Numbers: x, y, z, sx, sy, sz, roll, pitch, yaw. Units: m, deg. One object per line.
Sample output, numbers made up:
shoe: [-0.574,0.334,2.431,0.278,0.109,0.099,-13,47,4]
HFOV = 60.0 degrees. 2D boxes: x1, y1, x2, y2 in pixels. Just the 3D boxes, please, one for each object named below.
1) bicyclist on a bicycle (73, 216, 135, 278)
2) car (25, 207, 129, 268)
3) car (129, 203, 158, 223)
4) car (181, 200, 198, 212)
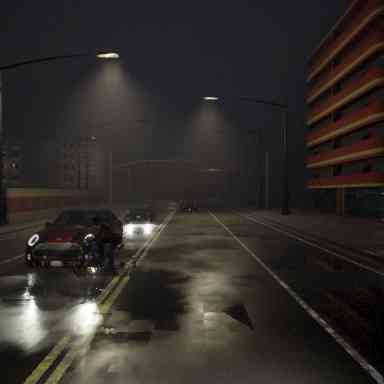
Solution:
bicyclist on a bicycle: [-2.314,1.455,8.671,1.656,1.620,0.582,-2,0,-1]
car: [-3.693,1.352,11.257,2.097,1.767,4.553,0,0,-1]
car: [-3.742,1.564,25.177,1.994,1.385,4.181,0,0,0]
car: [-0.267,1.601,38.219,1.895,1.301,4.718,0,0,0]
